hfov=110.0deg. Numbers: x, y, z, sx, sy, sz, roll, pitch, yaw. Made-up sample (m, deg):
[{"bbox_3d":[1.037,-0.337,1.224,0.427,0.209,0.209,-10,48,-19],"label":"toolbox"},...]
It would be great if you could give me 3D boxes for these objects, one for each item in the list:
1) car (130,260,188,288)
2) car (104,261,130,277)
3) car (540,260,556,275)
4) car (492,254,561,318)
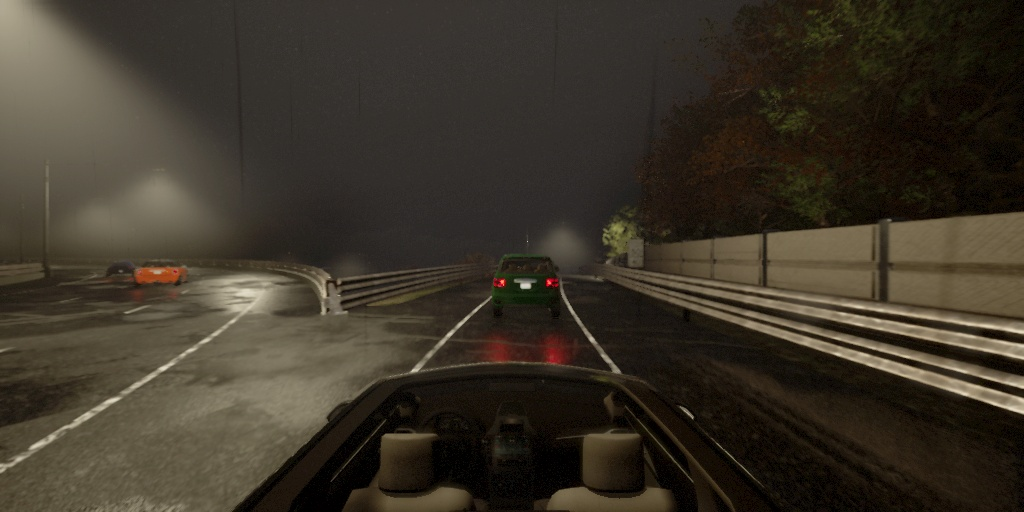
[{"bbox_3d":[-22.973,1.032,23.657,2.097,1.767,4.553,0,0,-37],"label":"car"},{"bbox_3d":[-36.347,1.166,33.435,4.674,1.442,1.812,0,0,44],"label":"car"},{"bbox_3d":[5.418,1.812,53.727,2.150,2.045,5.566,0,-3,8],"label":"car"},{"bbox_3d":[0.568,0.965,13.071,2.150,2.045,5.566,0,0,4],"label":"car"}]
